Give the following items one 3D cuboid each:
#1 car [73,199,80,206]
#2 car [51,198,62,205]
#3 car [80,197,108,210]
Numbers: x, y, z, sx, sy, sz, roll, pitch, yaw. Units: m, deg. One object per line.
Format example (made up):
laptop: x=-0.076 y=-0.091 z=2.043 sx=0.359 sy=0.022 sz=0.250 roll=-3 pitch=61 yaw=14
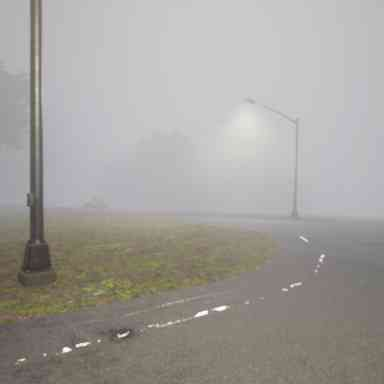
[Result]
car: x=-25.482 y=2.397 z=75.129 sx=2.128 sy=1.511 sz=4.902 roll=4 pitch=-3 yaw=-35
car: x=-29.306 y=2.127 z=72.004 sx=2.128 sy=1.511 sz=4.902 roll=3 pitch=-3 yaw=-27
car: x=-13.075 y=1.487 z=45.187 sx=2.097 sy=1.767 sz=4.553 roll=4 pitch=-3 yaw=-35
